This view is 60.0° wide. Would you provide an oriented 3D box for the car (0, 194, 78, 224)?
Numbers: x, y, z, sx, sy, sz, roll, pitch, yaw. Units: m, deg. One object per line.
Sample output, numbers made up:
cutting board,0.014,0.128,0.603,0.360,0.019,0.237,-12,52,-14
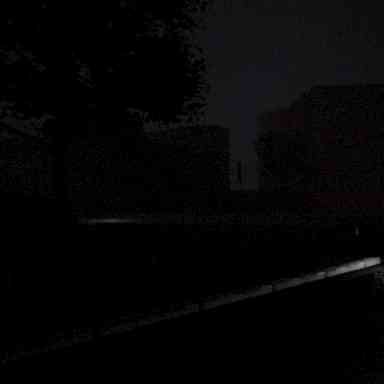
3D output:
car,-11.187,1.191,23.995,5.566,2.045,2.150,1,0,-24
